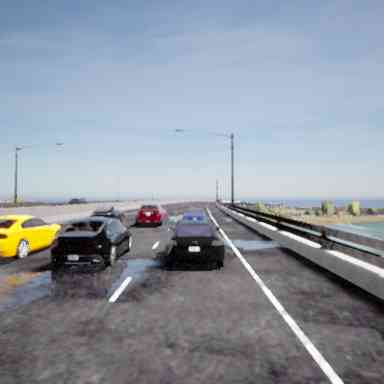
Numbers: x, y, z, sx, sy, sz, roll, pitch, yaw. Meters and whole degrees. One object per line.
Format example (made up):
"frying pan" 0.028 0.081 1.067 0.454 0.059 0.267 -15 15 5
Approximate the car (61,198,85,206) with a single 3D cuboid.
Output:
"car" -20.007 2.051 57.769 2.150 2.045 5.566 0 -1 3

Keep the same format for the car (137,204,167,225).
"car" -3.208 1.722 26.883 2.097 1.767 4.553 0 -1 1

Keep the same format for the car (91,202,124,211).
"car" -6.707 1.864 26.987 2.128 1.511 4.902 0 -1 1

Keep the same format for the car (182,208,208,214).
"car" 0.235 1.888 24.715 2.033 1.411 5.357 0 -1 2

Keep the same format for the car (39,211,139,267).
"car" -3.394 1.668 12.047 1.837 1.490 4.892 0 0 1

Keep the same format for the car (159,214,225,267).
"car" 0.108 1.728 12.139 1.994 1.385 4.181 0 -1 1

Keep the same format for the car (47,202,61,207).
"car" -23.497 2.397 57.976 1.994 1.385 4.181 0 -1 2

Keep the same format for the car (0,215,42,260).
"car" -6.875 1.655 13.187 1.882 1.535 5.008 0 -1 1

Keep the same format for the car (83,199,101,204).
"car" -16.509 2.376 57.694 2.033 1.411 5.357 0 -1 3
